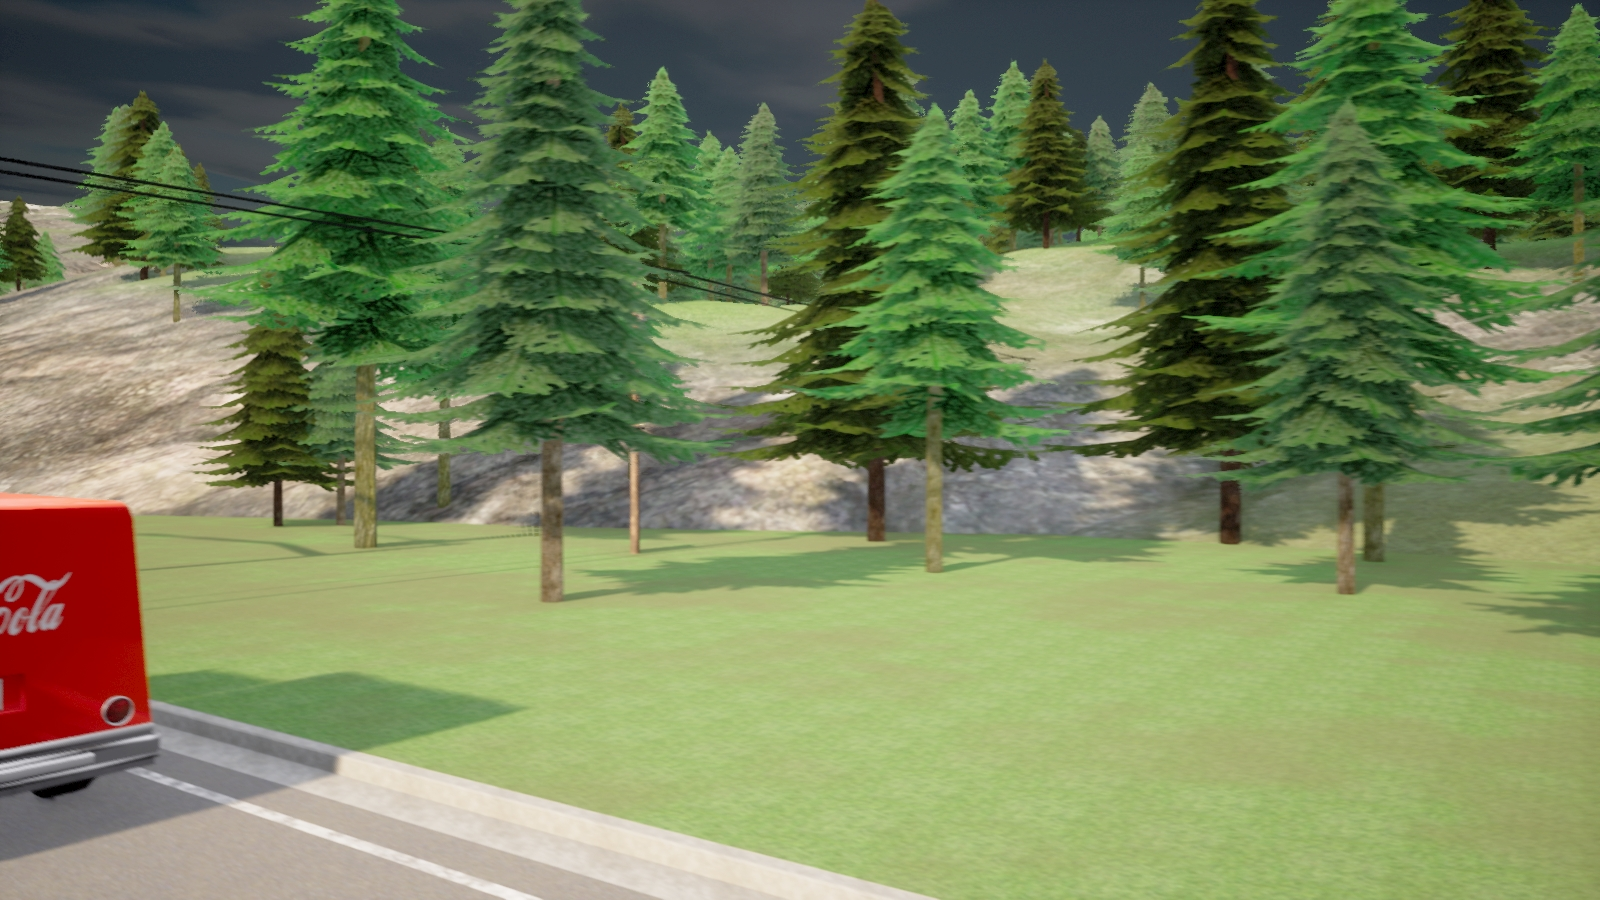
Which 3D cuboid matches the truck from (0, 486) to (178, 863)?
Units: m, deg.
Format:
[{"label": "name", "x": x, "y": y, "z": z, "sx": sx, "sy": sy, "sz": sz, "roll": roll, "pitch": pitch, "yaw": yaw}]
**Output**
[{"label": "truck", "x": -7.646, "y": 1.566, "z": 9.121, "sx": 5.204, "sy": 2.467, "sz": 2.627, "roll": 0, "pitch": 0, "yaw": 34}]
